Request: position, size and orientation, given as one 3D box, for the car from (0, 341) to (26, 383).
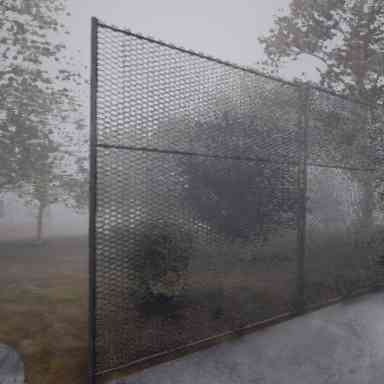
[{"bbox_3d":[-3.088,1.506,0.885,4.892,1.490,1.837,0,0,-35],"label":"car"}]
